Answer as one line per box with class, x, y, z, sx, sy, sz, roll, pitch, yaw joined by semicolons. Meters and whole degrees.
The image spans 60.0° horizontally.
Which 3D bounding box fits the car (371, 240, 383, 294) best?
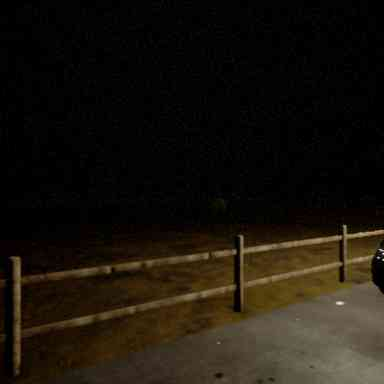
car;6.387;1.270;7.605;5.566;2.045;2.150;0;0;-35
